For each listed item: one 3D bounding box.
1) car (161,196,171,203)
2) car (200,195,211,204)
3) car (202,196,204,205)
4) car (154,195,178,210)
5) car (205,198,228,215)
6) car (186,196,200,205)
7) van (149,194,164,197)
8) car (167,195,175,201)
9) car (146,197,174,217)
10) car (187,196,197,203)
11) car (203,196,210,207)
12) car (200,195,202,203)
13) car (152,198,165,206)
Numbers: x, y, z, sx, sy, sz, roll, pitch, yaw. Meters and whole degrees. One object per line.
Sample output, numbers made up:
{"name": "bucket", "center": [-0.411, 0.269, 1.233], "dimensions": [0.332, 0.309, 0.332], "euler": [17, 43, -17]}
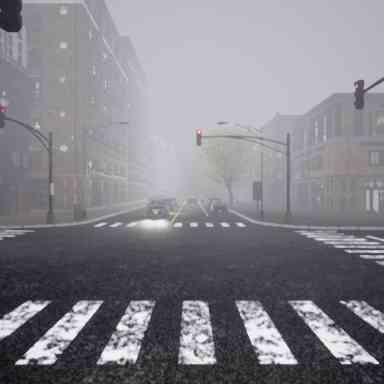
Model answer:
{"name": "car", "center": [-5.698, 1.633, 73.508], "dimensions": [2.008, 1.369, 4.403], "euler": [0, 0, 0]}
{"name": "car", "center": [2.683, 1.509, 67.811], "dimensions": [1.967, 1.590, 4.097], "euler": [0, 0, 0]}
{"name": "car", "center": [2.685, 1.469, 45.023], "dimensions": [1.967, 1.590, 4.097], "euler": [0, 0, 0]}
{"name": "car", "center": [-3.097, 1.501, 40.289], "dimensions": [1.882, 1.535, 5.008], "euler": [0, 0, 0]}
{"name": "car", "center": [2.686, 1.566, 33.630], "dimensions": [2.008, 1.369, 4.403], "euler": [0, 0, 0]}
{"name": "car", "center": [-0.005, 1.618, 60.812], "dimensions": [1.994, 1.385, 4.181], "euler": [0, 0, 0]}
{"name": "van", "center": [-5.697, 1.378, 50.722], "dimensions": [1.690, 1.788, 3.998], "euler": [0, 0, 0]}
{"name": "car", "center": [-5.701, 1.649, 90.429], "dimensions": [1.752, 1.417, 4.829], "euler": [0, 0, 0]}
{"name": "car", "center": [-3.104, 1.504, 30.840], "dimensions": [2.128, 1.511, 4.902], "euler": [0, 0, 0]}
{"name": "car", "center": [-0.006, 1.527, 70.819], "dimensions": [2.033, 1.411, 5.357], "euler": [0, 0, 0]}
{"name": "car", "center": [2.686, 1.462, 39.327], "dimensions": [1.967, 1.590, 4.097], "euler": [0, 0, 0]}
{"name": "car", "center": [2.683, 1.607, 62.114], "dimensions": [2.008, 1.369, 4.403], "euler": [0, 0, 0]}
{"name": "car", "center": [-5.697, 1.628, 56.418], "dimensions": [1.802, 1.307, 4.206], "euler": [0, 0, 0]}
